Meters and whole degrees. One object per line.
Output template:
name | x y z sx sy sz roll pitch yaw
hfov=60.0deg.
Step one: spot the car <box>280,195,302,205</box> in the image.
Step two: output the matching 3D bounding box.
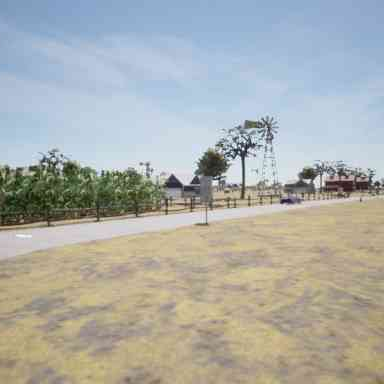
car | 14.704 1.159 49.296 1.895 1.301 4.718 0 0 35
